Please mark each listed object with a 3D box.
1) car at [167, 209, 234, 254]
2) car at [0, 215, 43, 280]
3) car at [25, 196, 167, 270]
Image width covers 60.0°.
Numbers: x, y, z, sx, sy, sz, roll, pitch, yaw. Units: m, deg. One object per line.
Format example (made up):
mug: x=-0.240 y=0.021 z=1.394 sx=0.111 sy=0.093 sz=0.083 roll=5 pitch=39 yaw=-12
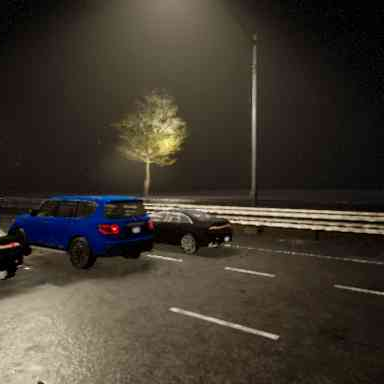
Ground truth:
car: x=-0.738 y=1.412 z=13.115 sx=4.902 sy=1.511 sz=2.128 roll=1 pitch=0 yaw=35
car: x=-6.196 y=1.395 z=8.409 sx=4.902 sy=1.511 sz=2.128 roll=1 pitch=0 yaw=35
car: x=-3.756 y=1.131 z=10.967 sx=5.566 sy=2.045 sz=2.150 roll=1 pitch=1 yaw=35
